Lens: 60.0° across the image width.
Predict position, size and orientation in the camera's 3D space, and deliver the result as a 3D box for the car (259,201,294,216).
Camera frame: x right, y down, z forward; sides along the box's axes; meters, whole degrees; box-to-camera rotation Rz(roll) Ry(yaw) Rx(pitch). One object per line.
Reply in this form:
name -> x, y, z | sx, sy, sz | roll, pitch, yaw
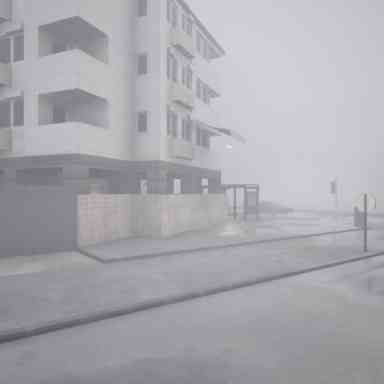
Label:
car -> 7.632, 1.574, 33.618 | 2.033, 1.411, 5.357 | 0, 0, -36
